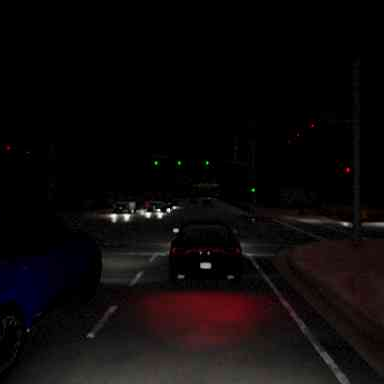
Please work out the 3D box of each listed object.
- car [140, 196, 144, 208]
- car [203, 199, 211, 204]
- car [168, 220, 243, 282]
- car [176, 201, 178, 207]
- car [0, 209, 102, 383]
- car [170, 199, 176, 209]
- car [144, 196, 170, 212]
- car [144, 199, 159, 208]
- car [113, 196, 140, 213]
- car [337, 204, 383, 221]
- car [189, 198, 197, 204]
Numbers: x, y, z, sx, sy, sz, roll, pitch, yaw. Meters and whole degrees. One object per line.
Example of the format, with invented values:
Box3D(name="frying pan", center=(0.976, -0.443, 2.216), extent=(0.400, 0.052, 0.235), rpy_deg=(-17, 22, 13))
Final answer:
Box3D(name="car", center=(-8.081, 1.734, 53.110), extent=(2.150, 2.045, 5.566), rpy_deg=(0, -1, 3))
Box3D(name="car", center=(3.754, 2.372, 82.757), extent=(1.994, 1.385, 4.181), rpy_deg=(0, -1, 2))
Box3D(name="car", center=(0.403, 1.580, 10.191), extent=(1.882, 1.535, 5.008), rpy_deg=(0, -1, 2))
Box3D(name="car", center=(-3.960, 2.210, 66.170), extent=(1.994, 1.385, 4.181), rpy_deg=(0, -1, 2))
Box3D(name="car", center=(-3.253, 1.276, 5.566), extent=(2.150, 2.045, 5.566), rpy_deg=(0, 0, 1))
Box3D(name="car", center=(-4.438, 1.900, 56.212), extent=(2.097, 1.767, 4.553), rpy_deg=(0, -1, 3))
Box3D(name="car", center=(-4.863, 1.673, 46.533), extent=(2.150, 2.045, 5.566), rpy_deg=(0, -1, 2))
Box3D(name="car", center=(-7.608, 2.090, 63.177), extent=(1.882, 1.535, 5.008), rpy_deg=(0, -1, 3))
Box3D(name="car", center=(-8.546, 1.632, 42.773), extent=(2.150, 2.045, 5.566), rpy_deg=(0, -1, 1))
Box3D(name="car", center=(15.476, 1.788, 29.353), extent=(5.008, 1.535, 1.882), rpy_deg=(0, -1, 3))
Box3D(name="car", center=(0.242, 2.337, 82.556), extent=(1.812, 1.442, 4.674), rpy_deg=(0, -1, 2))
